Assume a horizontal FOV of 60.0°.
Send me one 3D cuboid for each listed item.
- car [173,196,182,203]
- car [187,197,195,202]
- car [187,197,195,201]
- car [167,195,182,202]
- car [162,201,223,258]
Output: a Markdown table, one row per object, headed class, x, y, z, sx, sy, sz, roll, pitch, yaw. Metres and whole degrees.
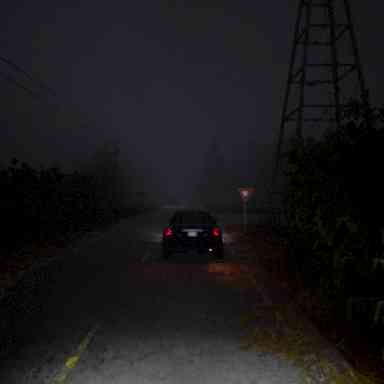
| class | x | y | z | sx | sy | sz | roll | pitch | yaw |
| --- | --- | --- | --- | --- | --- | --- | --- | --- | --- |
| car | -3.393 | 1.825 | 77.668 | 1.882 | 1.535 | 5.008 | 0 | 0 | 0 |
| car | -0.214 | 1.997 | 86.032 | 1.895 | 1.301 | 4.718 | 0 | 0 | 0 |
| car | -0.189 | 1.918 | 76.002 | 1.812 | 1.442 | 4.674 | 0 | 0 | 0 |
| car | -3.386 | 1.541 | 61.557 | 2.150 | 2.045 | 5.566 | 0 | 0 | 0 |
| car | 0.026 | 1.421 | 13.126 | 2.097 | 1.767 | 4.553 | 0 | 0 | 0 |
